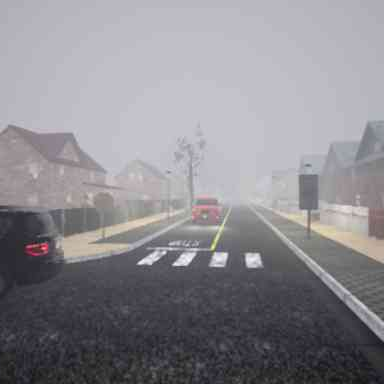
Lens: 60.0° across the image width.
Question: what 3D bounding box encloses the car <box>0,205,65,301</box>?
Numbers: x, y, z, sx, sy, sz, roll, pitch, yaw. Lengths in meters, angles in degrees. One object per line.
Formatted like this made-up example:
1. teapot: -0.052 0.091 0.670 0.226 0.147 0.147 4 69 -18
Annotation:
1. car: -5.854 1.372 7.535 5.566 2.045 2.150 0 2 -10

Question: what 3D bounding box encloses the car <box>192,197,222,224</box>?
1. car: 1.317 1.451 27.639 2.150 2.045 5.566 0 1 7
